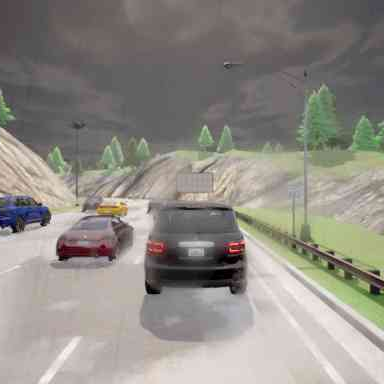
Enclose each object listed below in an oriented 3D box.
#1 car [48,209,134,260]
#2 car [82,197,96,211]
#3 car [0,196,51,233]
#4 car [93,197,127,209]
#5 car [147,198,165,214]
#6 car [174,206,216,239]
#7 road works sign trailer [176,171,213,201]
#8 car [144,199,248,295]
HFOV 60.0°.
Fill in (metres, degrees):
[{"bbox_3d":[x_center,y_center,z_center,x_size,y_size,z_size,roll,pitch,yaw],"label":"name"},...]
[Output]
[{"bbox_3d":[-3.416,1.563,12.441,1.994,1.385,4.181,0,0,0],"label":"car"},{"bbox_3d":[-11.030,1.348,38.137,2.097,1.767,4.553,0,0,-5],"label":"car"},{"bbox_3d":[-10.427,1.220,19.674,2.150,2.045,5.566,0,0,0],"label":"car"},{"bbox_3d":[-7.021,1.475,29.726,1.882,1.535,5.008,0,-1,-2],"label":"car"},{"bbox_3d":[-3.900,1.502,36.916,1.837,1.490,4.892,0,0,-4],"label":"car"},{"bbox_3d":[0.119,1.557,18.102,1.994,1.385,4.181,0,0,-1],"label":"car"},{"bbox_3d":[0.186,0.462,21.598,2.380,3.560,2.880,0,0,0],"label":"road works sign trailer"},{"bbox_3d":[0.087,1.221,8.884,2.150,2.045,5.566,0,0,0],"label":"car"}]
